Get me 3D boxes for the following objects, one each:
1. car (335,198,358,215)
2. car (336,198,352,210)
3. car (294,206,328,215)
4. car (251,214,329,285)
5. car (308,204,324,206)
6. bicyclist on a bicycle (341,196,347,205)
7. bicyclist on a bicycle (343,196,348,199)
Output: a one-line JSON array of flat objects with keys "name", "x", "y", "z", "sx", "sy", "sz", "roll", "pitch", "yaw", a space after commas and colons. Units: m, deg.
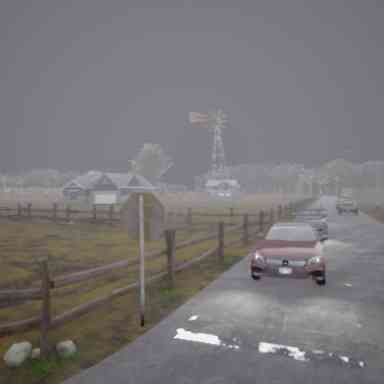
[{"name": "car", "x": 16.879, "y": 1.650, "z": 36.101, "sx": 2.128, "sy": 1.511, "sz": 4.902, "roll": -1, "pitch": 0, "yaw": 23}, {"name": "car", "x": 20.947, "y": 1.667, "z": 46.081, "sx": 1.837, "sy": 1.490, "sz": 4.892, "roll": -1, "pitch": 0, "yaw": 22}, {"name": "car", "x": 6.831, "y": 1.710, "z": 19.317, "sx": 1.994, "sy": 1.385, "sz": 4.181, "roll": -1, "pitch": -1, "yaw": 22}, {"name": "car", "x": 3.065, "y": 1.623, "z": 10.059, "sx": 1.812, "sy": 1.442, "sz": 4.674, "roll": -1, "pitch": -1, "yaw": 22}, {"name": "car", "x": 10.890, "y": 1.740, "z": 29.146, "sx": 2.033, "sy": 1.411, "sz": 5.357, "roll": -1, "pitch": -1, "yaw": 22}, {"name": "bicyclist on a bicycle", "x": 28.129, "y": 1.581, "z": 61.540, "sx": 0.866, "sy": 1.612, "sz": 1.509, "roll": -1, "pitch": 0, "yaw": 22}, {"name": "bicyclist on a bicycle", "x": 24.700, "y": 1.513, "z": 53.216, "sx": 0.659, "sy": 1.776, "sz": 1.843, "roll": -1, "pitch": 0, "yaw": 22}]
